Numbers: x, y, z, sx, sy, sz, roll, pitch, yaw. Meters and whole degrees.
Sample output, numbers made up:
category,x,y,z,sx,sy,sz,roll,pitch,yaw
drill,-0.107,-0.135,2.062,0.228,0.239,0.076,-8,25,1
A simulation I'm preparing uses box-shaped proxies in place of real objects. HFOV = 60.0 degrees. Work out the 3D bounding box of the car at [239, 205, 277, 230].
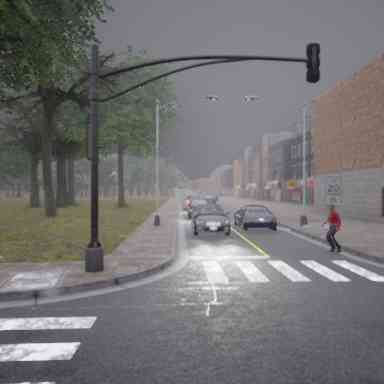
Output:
category,x,y,z,sx,sy,sz,roll,pitch,yaw
car,3.759,1.476,20.306,1.994,1.385,4.181,0,1,-2

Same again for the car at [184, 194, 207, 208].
category,x,y,z,sx,sy,sz,roll,pitch,yaw
car,0.219,1.106,37.136,2.097,1.767,4.553,0,0,-2

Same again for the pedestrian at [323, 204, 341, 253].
category,x,y,z,sx,sy,sz,roll,pitch,yaw
pedestrian,5.149,1.297,12.141,0.375,1.860,0.375,1,0,-2

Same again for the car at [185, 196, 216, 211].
category,x,y,z,sx,sy,sz,roll,pitch,yaw
car,0.579,1.360,27.288,1.812,1.442,4.674,0,1,-2

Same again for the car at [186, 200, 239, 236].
category,x,y,z,sx,sy,sz,roll,pitch,yaw
car,0.923,1.417,18.130,2.128,1.511,4.902,0,1,-2

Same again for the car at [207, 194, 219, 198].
category,x,y,z,sx,sy,sz,roll,pitch,yaw
car,2.631,1.207,51.163,1.812,1.442,4.674,0,0,-2
